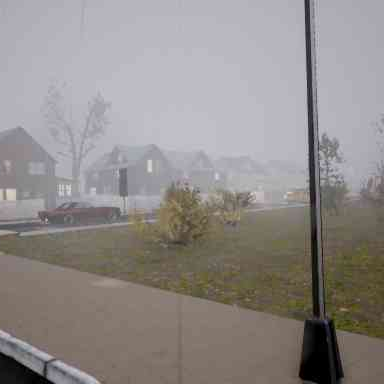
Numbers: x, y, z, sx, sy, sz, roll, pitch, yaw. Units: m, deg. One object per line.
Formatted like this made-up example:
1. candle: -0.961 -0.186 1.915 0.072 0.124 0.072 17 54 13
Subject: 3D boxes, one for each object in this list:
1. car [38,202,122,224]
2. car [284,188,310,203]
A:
1. car: -6.726 1.253 20.442 1.895 1.301 4.718 -2 -1 43
2. car: 13.946 0.594 42.269 1.882 1.535 5.008 -2 -1 44
